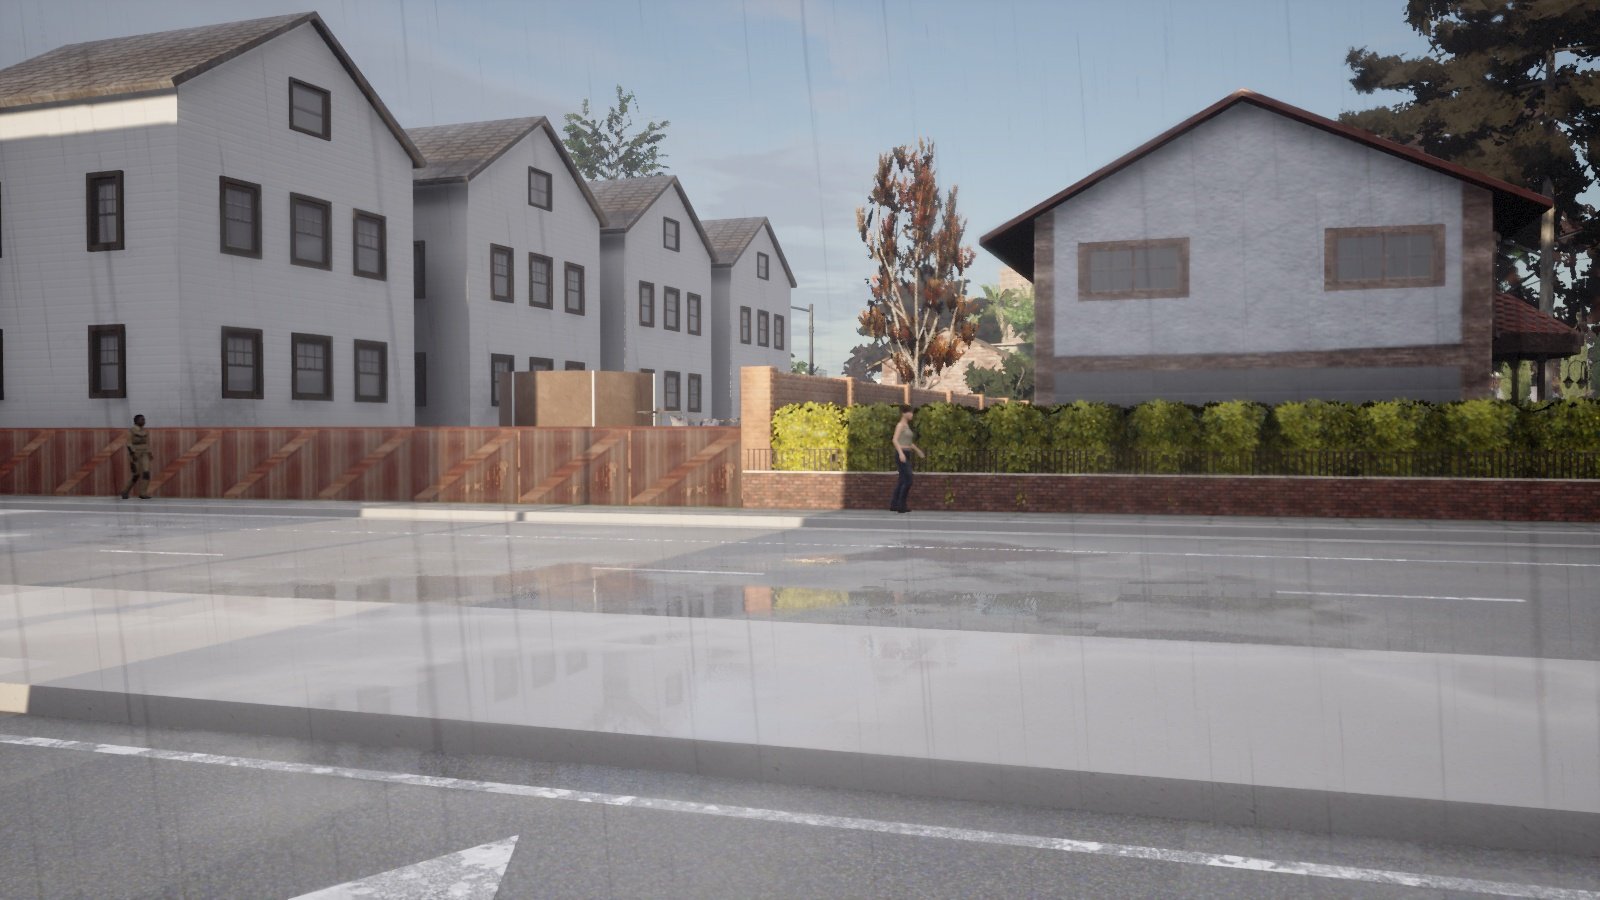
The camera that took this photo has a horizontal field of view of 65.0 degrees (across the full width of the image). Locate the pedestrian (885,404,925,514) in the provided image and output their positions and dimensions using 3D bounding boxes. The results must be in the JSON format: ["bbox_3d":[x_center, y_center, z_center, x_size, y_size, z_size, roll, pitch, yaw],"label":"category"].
[{"bbox_3d":[1.779,0.148,21.242,0.594,1.836,0.345,1,1,20],"label":"pedestrian"}]

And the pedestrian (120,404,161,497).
[{"bbox_3d":[-13.838,0.008,26.345,0.692,1.930,0.396,1,1,21],"label":"pedestrian"}]
